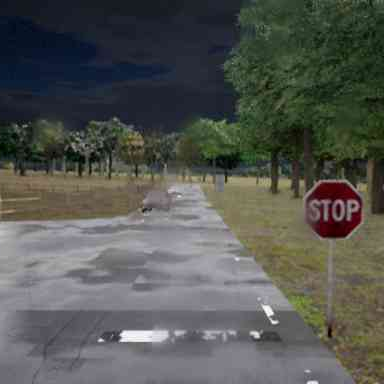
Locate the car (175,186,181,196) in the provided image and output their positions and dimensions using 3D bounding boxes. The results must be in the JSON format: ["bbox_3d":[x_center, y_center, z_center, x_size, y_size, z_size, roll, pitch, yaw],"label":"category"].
[{"bbox_3d":[-2.669,-0.236,52.240,1.812,1.442,4.674,0,3,0],"label":"car"}]

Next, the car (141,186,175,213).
[{"bbox_3d":[-2.738,0.629,26.680,2.097,1.767,4.553,0,2,1],"label":"car"}]
